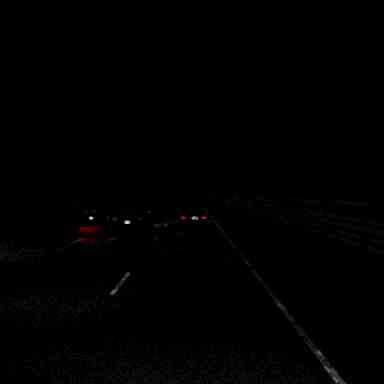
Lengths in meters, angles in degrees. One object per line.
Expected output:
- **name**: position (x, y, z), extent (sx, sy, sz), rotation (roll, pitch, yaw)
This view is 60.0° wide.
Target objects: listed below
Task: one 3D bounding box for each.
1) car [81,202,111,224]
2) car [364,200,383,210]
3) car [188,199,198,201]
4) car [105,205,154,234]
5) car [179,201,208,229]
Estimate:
- **car**: position (-6.901, 1.512, 25.186), extent (1.837, 1.490, 4.892), rotation (1, 0, 0)
- **car**: position (26.174, 1.774, 45.092), extent (2.033, 1.411, 5.357), rotation (0, 0, -23)
- **car**: position (0.091, 1.608, 42.160), extent (1.994, 1.385, 4.181), rotation (0, 0, 0)
- **car**: position (-3.405, 1.571, 19.509), extent (1.994, 1.385, 4.181), rotation (0, 0, 0)
- **car**: position (0.097, 1.557, 21.792), extent (2.033, 1.411, 5.357), rotation (0, 0, 0)
